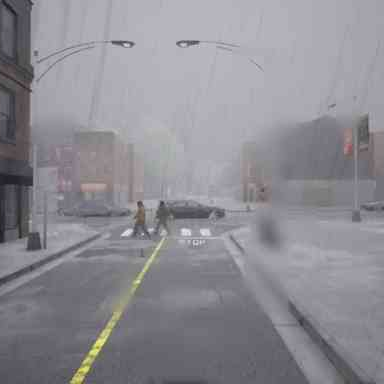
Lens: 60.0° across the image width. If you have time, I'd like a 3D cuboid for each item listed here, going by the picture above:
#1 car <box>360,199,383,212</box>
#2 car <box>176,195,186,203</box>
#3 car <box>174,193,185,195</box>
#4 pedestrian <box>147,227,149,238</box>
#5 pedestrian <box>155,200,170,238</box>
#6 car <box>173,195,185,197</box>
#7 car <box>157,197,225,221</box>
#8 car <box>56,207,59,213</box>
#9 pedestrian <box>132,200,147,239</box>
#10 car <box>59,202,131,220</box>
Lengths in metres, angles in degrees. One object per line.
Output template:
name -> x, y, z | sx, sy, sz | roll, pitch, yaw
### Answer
car -> 20.535, 1.366, 34.680 | 5.357, 1.411, 2.033 | -1, -1, 0
car -> -2.381, 1.442, 72.150 | 2.128, 1.511, 4.902 | 0, 0, 0
car -> -2.471, 1.288, 58.727 | 2.097, 1.767, 4.553 | 0, 0, 0
pedestrian -> -2.576, 1.283, 16.915 | 0.375, 1.860, 0.375 | 1, -1, 0
pedestrian -> -1.442, 1.284, 16.314 | 0.375, 1.860, 0.375 | 1, -1, 0
car -> -2.534, 1.502, 46.801 | 2.033, 1.411, 5.357 | 0, 0, 2
car -> -0.089, 1.333, 24.569 | 5.008, 1.535, 1.882 | -1, -1, 0
car -> -11.503, 1.757, 34.409 | 4.718, 1.301, 1.895 | 0, -1, 0
pedestrian -> -2.453, 1.289, 15.641 | 0.375, 1.860, 0.375 | 1, -1, 0
car -> -7.843, 1.537, 27.751 | 5.357, 1.411, 2.033 | 0, -1, 0
